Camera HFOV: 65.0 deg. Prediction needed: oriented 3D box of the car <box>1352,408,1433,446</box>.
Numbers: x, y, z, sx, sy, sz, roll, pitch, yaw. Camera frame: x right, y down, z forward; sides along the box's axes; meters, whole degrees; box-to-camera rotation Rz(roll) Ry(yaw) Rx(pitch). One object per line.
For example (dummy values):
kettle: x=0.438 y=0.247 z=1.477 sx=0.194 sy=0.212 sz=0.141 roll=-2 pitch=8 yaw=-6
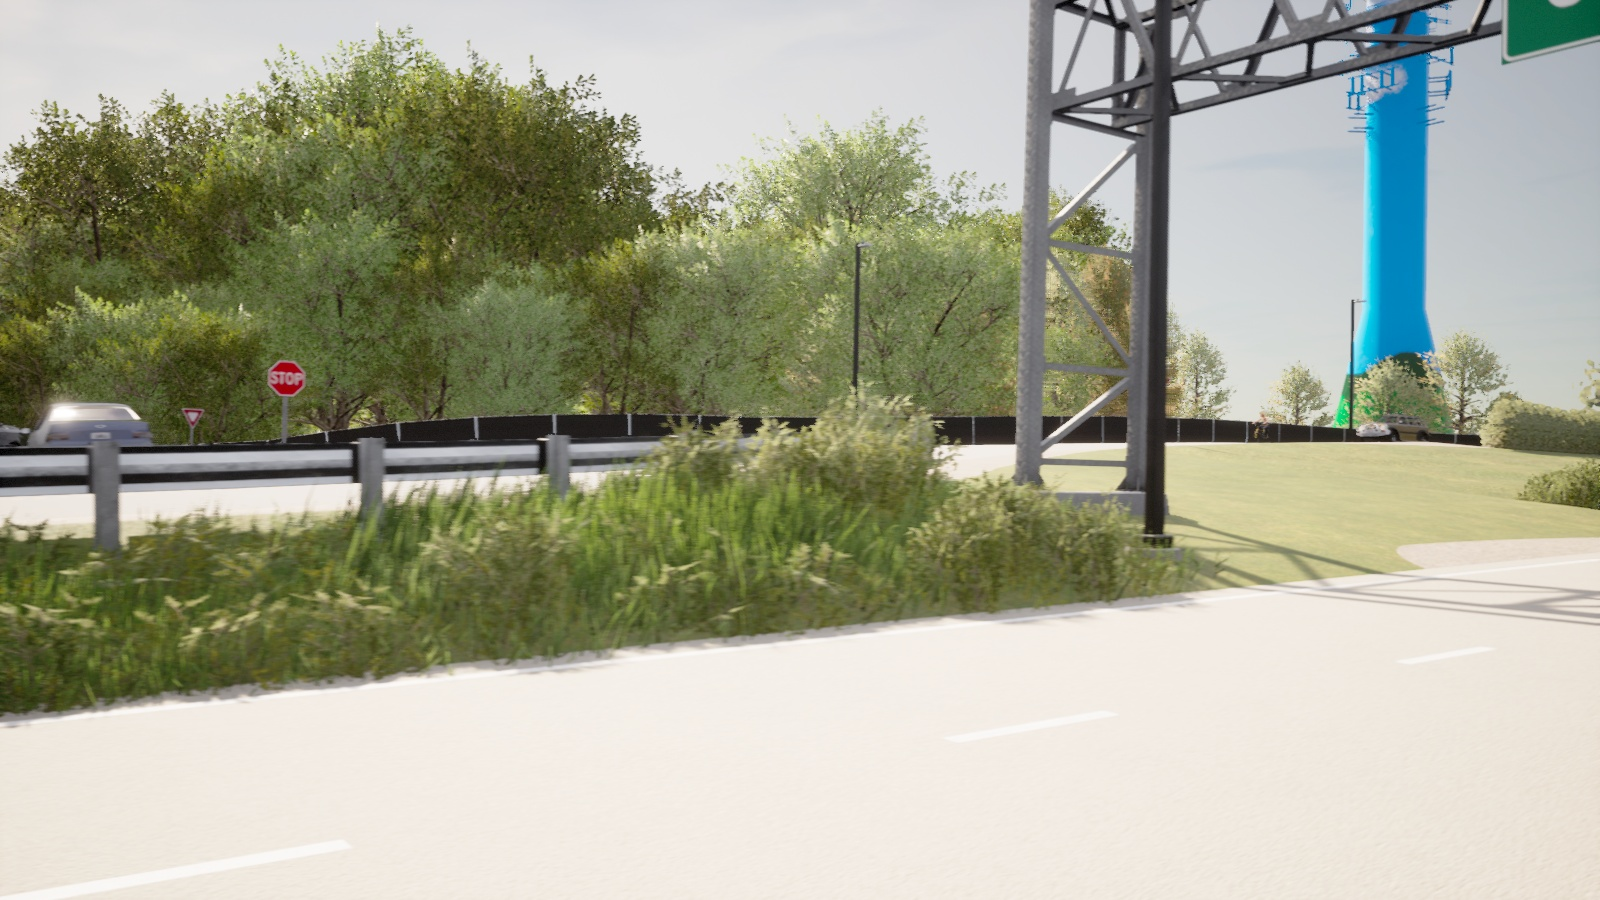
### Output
car: x=33.495 y=-1.269 z=70.955 sx=4.605 sy=1.855 sz=1.932 roll=3 pitch=-2 yaw=-32

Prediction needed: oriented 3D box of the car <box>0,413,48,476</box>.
car: x=-20.322 y=-0.071 z=29.626 sx=2.128 sy=1.511 sz=4.902 roll=-2 pitch=1 yaw=1

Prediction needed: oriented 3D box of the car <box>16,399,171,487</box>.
car: x=-13.214 y=-0.122 z=23.302 sx=2.033 sy=1.411 sz=5.357 roll=-3 pitch=1 yaw=-34
